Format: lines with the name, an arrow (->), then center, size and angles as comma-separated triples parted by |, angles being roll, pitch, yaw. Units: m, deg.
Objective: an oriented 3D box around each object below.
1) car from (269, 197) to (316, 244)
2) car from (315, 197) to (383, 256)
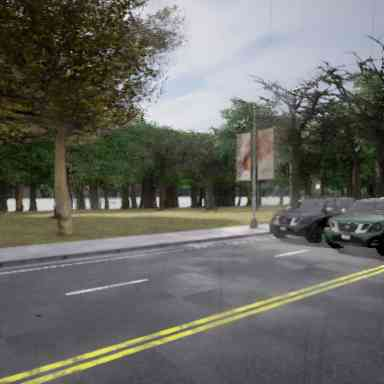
car -> 6.290, 1.288, 16.585 | 5.566, 2.045, 2.150 | 0, -1, -37
car -> 7.704, 1.257, 13.581 | 5.566, 2.045, 2.150 | 0, 0, -37
